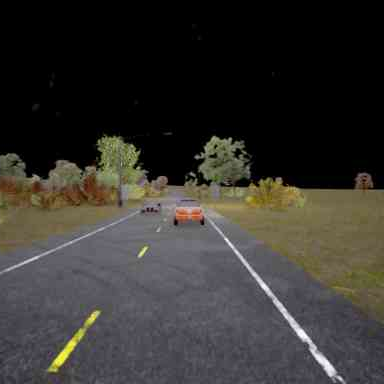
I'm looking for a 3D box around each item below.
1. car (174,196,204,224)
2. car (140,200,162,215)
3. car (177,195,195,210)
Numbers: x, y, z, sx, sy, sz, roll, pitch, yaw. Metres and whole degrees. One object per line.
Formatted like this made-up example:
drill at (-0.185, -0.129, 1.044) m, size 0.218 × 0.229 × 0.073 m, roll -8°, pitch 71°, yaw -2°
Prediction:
car at (-0.236, 1.336, 24.470) m, size 2.097 × 1.767 × 4.553 m, roll 0°, pitch 0°, yaw -1°
car at (-4.115, 1.540, 34.112) m, size 1.994 × 1.385 × 4.181 m, roll 0°, pitch 0°, yaw -2°
car at (-0.815, 1.310, 41.945) m, size 2.097 × 1.767 × 4.553 m, roll 0°, pitch 0°, yaw -2°
